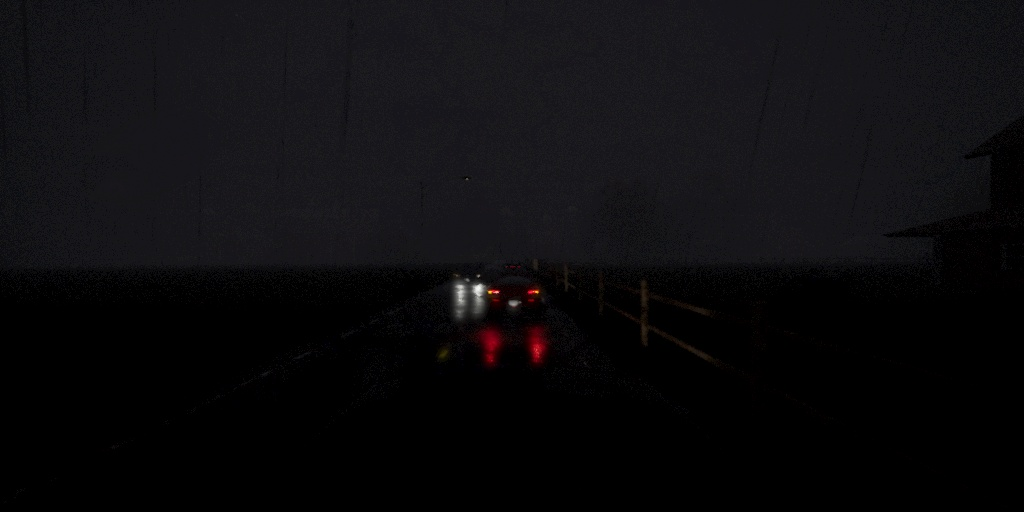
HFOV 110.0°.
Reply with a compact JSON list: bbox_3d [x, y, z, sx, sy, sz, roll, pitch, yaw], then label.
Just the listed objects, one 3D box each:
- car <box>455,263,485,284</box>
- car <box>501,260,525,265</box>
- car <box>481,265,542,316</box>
[{"bbox_3d":[-2.847,1.182,25.886,2.033,1.411,5.357,0,0,0],"label":"car"},{"bbox_3d":[0.090,1.103,32.264,2.128,1.511,4.902,0,0,0],"label":"car"},{"bbox_3d":[0.070,1.220,12.944,1.812,1.442,4.674,0,0,0],"label":"car"}]
